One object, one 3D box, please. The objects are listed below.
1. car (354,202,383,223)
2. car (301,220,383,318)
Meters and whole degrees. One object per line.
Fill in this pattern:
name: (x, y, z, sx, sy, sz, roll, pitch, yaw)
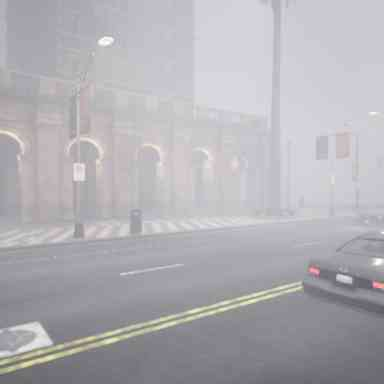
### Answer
car: (12.733, 1.393, 21.631, 5.357, 1.411, 2.033, 0, 0, -36)
car: (4.606, 1.495, 7.050, 5.357, 1.411, 2.033, 0, 0, -35)
